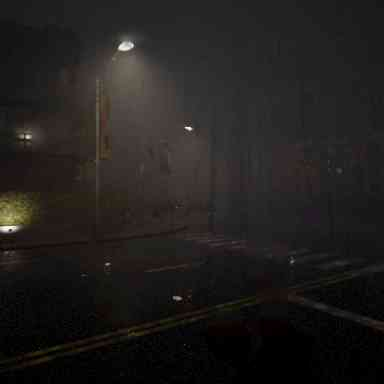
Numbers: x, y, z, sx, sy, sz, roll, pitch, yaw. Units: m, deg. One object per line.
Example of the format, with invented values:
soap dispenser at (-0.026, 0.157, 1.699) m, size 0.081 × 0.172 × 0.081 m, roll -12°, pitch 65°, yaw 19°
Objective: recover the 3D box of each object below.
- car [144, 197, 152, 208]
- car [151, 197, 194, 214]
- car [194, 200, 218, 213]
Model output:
car at (-4.820, 1.482, 45.296) m, size 2.128 × 1.511 × 4.902 m, roll 0°, pitch 0°, yaw -34°
car at (-2.111, 1.519, 35.172) m, size 1.812 × 1.442 × 4.674 m, roll 0°, pitch 0°, yaw -35°
car at (0.975, 1.555, 36.865) m, size 1.994 × 1.385 × 4.181 m, roll 0°, pitch 0°, yaw -35°
